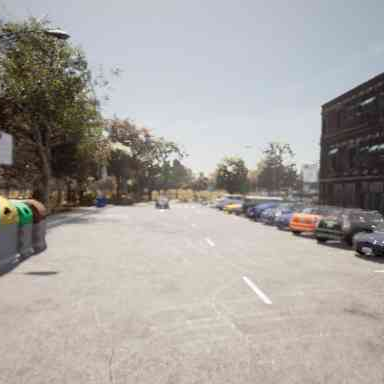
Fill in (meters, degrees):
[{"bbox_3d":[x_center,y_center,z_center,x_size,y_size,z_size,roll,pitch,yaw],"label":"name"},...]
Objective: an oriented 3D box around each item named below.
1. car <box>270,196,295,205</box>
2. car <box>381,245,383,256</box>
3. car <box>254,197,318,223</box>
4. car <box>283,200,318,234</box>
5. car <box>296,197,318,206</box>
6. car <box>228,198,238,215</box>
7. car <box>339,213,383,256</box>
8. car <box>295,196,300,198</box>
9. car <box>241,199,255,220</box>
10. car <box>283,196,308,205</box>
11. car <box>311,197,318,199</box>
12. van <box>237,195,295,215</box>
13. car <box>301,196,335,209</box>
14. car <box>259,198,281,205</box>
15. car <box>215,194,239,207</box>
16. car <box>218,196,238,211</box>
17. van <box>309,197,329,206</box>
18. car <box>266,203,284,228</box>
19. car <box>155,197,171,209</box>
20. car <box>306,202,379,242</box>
[{"bbox_3d":[21.040,1.911,77.485,2.435,2.045,5.566,2,-1,-27],"label":"car"},{"bbox_3d":[8.668,1.490,9.820,5.566,2.045,2.435,3,0,-25],"label":"car"},{"bbox_3d":[7.349,1.573,24.795,4.553,1.767,2.185,3,0,-25],"label":"car"},{"bbox_3d":[7.835,1.586,18.798,4.553,1.767,2.185,3,0,-25],"label":"car"},{"bbox_3d":[27.047,2.225,78.217,2.185,1.767,4.553,2,-1,-27],"label":"car"},{"bbox_3d":[6.477,1.716,33.759,4.674,1.452,2.002,3,0,-25],"label":"car"},{"bbox_3d":[8.384,1.760,12.808,4.792,1.488,2.163,3,0,-25],"label":"car"},{"bbox_3d":[17.052,1.772,59.892,2.435,2.045,5.566,2,1,-27],"label":"car"},{"bbox_3d":[7.026,1.690,27.782,5.008,1.535,2.097,3,0,-25],"label":"car"},{"bbox_3d":[24.082,2.006,77.809,2.435,2.045,5.566,2,-1,-27],"label":"car"},{"bbox_3d":[19.933,2.143,60.279,2.163,1.488,4.792,1,1,-27],"label":"car"},{"bbox_3d":[6.868,1.462,30.825,4.442,1.987,1.878,3,0,-25],"label":"van"},{"bbox_3d":[22.886,1.955,60.637,2.435,2.045,5.566,1,1,-27],"label":"car"},{"bbox_3d":[18.031,2.098,77.120,2.163,1.488,4.792,2,-1,-27],"label":"car"},{"bbox_3d":[5.647,1.403,42.755,5.566,2.045,2.435,3,0,-25],"label":"car"},{"bbox_3d":[6.022,1.658,36.671,5.366,1.575,1.946,3,0,-25],"label":"car"},{"bbox_3d":[30.002,2.219,78.648,1.878,1.987,4.442,2,-1,-27],"label":"van"},{"bbox_3d":[7.587,1.745,21.797,4.674,1.452,2.002,3,0,-25],"label":"car"},{"bbox_3d":[-3.837,1.369,43.223,2.128,1.511,4.902,2,0,-5],"label":"car"},{"bbox_3d":[8.109,1.595,15.809,4.553,1.767,2.185,3,0,-25],"label":"car"}]
